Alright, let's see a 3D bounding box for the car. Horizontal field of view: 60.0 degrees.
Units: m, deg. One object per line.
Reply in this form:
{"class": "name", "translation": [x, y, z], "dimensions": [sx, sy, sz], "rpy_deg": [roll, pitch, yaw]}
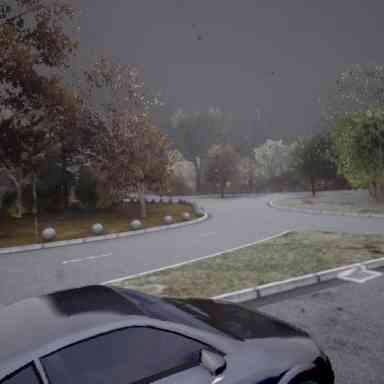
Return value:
{"class": "car", "translation": [-0.675, 1.562, 2.804], "dimensions": [4.181, 1.385, 1.994], "rpy_deg": [0, 0, -35]}
